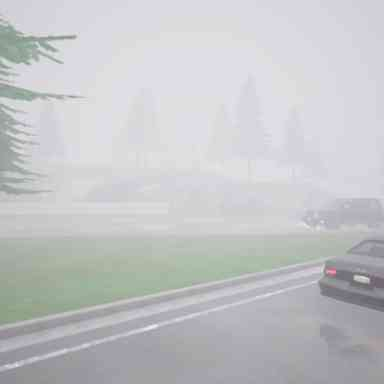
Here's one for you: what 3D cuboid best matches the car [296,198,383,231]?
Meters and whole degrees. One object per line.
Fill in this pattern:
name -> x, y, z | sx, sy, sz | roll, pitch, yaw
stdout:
car -> 10.160, 1.409, 22.187 | 5.566, 2.045, 2.150 | 0, 0, -18

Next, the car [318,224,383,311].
car -> 4.970, 1.621, 7.510 | 5.357, 1.411, 2.033 | 1, 0, -39
